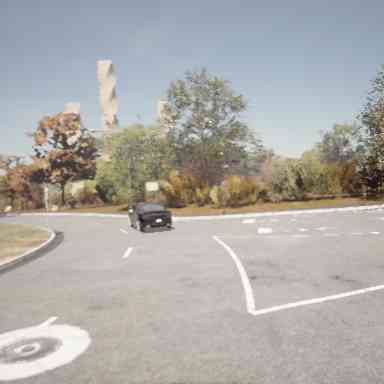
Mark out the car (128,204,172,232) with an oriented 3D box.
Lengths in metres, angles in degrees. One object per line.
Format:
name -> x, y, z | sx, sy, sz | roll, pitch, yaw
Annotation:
car -> -2.689, 1.456, 20.539 | 1.882, 1.535, 5.008 | -3, 0, -20
